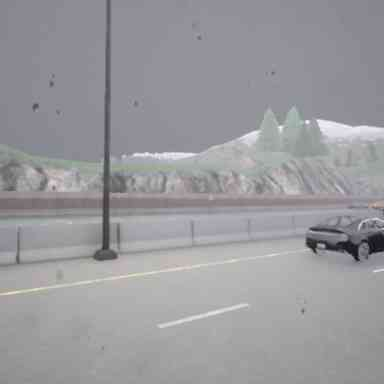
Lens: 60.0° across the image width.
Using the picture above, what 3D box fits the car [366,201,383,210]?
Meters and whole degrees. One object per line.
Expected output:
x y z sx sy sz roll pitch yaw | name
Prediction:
29.310 2.145 51.209 5.008 1.535 1.882 1 0 -39 | car

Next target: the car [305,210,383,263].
6.371 1.647 12.656 4.902 1.511 2.128 1 0 -35 | car

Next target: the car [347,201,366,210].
26.811 2.224 53.675 4.181 1.385 1.994 1 -1 -39 | car
